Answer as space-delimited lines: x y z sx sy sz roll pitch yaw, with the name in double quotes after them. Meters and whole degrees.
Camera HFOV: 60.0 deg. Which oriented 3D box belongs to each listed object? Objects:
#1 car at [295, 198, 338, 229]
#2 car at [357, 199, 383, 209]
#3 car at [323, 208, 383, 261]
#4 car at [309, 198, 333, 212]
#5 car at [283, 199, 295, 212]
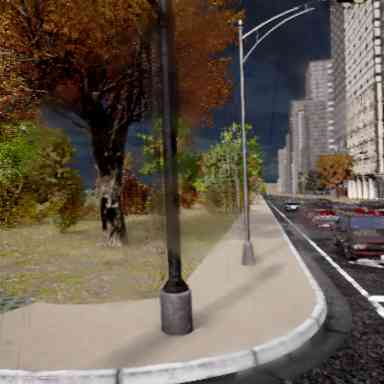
8.249 1.370 21.636 2.097 1.767 4.553 -2 -1 11 "car"
11.176 1.265 19.731 2.097 1.767 4.553 -2 0 12 "car"
6.417 1.542 12.384 2.033 1.411 5.357 -2 0 15 "car"
15.138 1.467 39.229 1.837 1.490 4.892 -2 -1 12 "car"
11.975 1.554 39.975 2.128 1.511 4.902 -2 -1 12 "car"
